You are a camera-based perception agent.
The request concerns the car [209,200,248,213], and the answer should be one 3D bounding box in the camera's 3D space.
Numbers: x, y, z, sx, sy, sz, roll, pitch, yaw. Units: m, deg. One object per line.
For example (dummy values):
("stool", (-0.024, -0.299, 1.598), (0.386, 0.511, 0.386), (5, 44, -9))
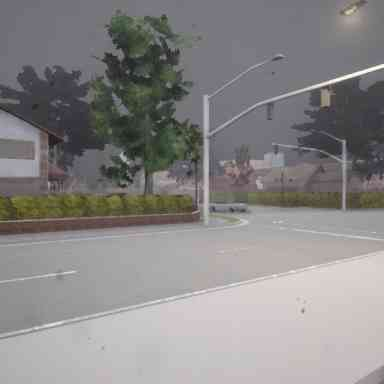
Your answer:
("car", (3.847, 1.510, 36.295), (1.895, 1.301, 4.718), (0, 0, -36))
